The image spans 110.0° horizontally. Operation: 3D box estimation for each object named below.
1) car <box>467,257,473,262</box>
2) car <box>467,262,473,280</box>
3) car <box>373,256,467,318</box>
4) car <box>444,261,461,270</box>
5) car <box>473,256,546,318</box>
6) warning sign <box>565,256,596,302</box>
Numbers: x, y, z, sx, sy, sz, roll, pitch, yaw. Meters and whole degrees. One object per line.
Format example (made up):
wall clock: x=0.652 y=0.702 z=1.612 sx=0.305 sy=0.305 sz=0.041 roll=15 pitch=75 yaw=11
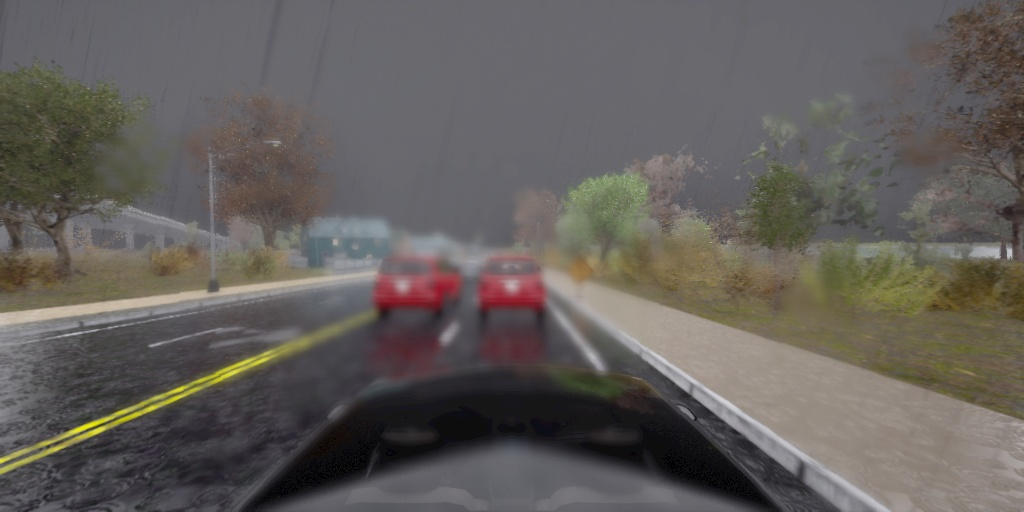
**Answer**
car: x=-6.549 y=1.202 z=60.644 sx=2.150 sy=2.045 sz=5.566 roll=0 pitch=0 yaw=1
car: x=-3.205 y=1.431 z=29.769 sx=1.994 sy=1.385 sz=4.181 roll=0 pitch=0 yaw=0
car: x=-3.217 y=1.023 z=13.313 sx=2.150 sy=2.045 sz=5.566 roll=0 pitch=0 yaw=0
car: x=-9.807 y=1.579 z=59.535 sx=1.895 sy=1.301 sz=4.718 roll=0 pitch=0 yaw=1
car: x=0.033 y=1.022 z=13.281 sx=2.150 sy=2.045 sz=5.566 roll=0 pitch=0 yaw=0
warning sign: x=2.848 y=0.922 z=15.178 sx=1.300 sy=1.860 sz=1.060 roll=0 pitch=0 yaw=0
